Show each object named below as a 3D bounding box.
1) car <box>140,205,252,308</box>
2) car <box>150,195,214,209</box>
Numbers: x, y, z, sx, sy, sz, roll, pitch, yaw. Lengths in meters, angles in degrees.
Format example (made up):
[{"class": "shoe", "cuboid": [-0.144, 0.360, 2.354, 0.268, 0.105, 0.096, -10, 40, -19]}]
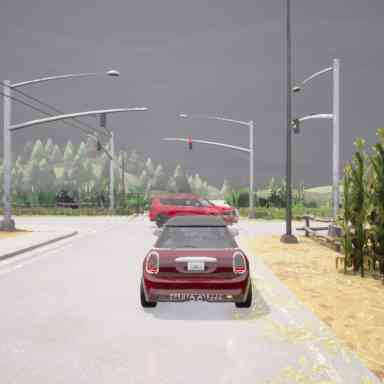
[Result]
[{"class": "car", "cuboid": [0.096, 1.352, 8.091, 2.097, 1.767, 4.553, 0, 0, 1]}, {"class": "car", "cuboid": [0.023, 1.220, 20.543, 5.566, 2.045, 2.150, 0, 1, 23]}]
